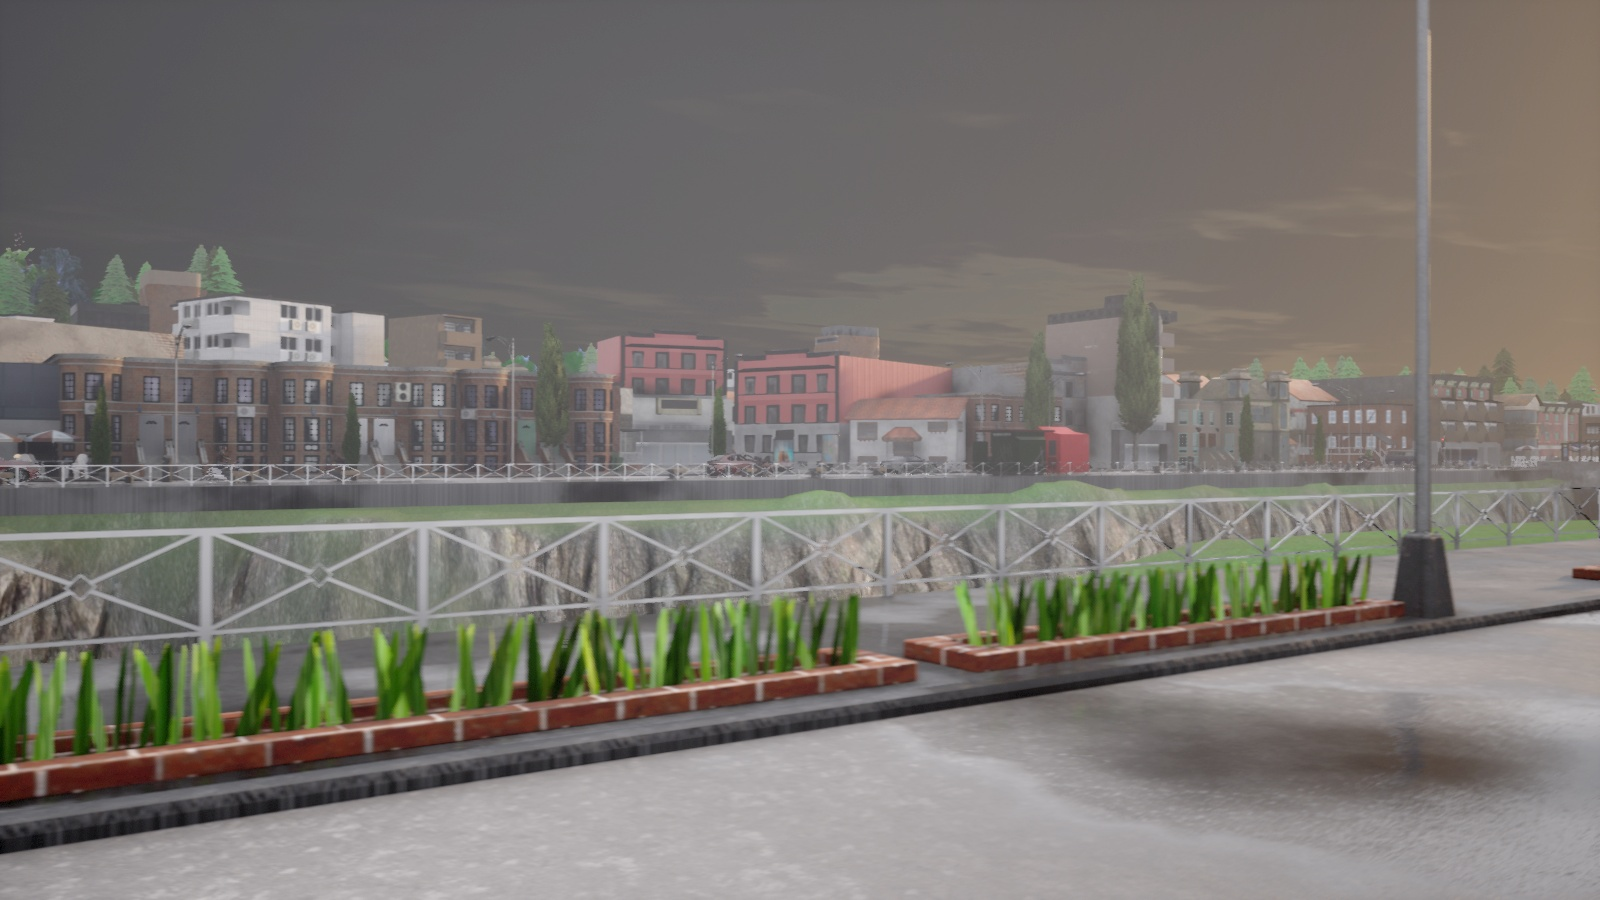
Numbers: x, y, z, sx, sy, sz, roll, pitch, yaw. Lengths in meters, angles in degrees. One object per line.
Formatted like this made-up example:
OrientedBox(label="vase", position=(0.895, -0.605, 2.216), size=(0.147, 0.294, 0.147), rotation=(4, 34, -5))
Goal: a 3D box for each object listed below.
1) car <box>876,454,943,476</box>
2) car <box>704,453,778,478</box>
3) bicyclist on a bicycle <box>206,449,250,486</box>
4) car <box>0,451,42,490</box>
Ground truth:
OrientedBox(label="car", position=(7.398, 1.000, 84.589), size=(4.181, 1.385, 1.994), rotation=(0, 0, -35))
OrientedBox(label="car", position=(-3.590, 0.955, 76.937), size=(4.193, 1.474, 1.816), rotation=(0, 0, -35))
OrientedBox(label="bicyclist on a bicycle", position=(-27.457, 0.821, 60.315), size=(1.843, 1.776, 0.659), rotation=(0, 0, -35))
OrientedBox(label="car", position=(-35.798, 0.884, 54.506), size=(4.856, 1.649, 2.033), rotation=(0, 0, -35))
